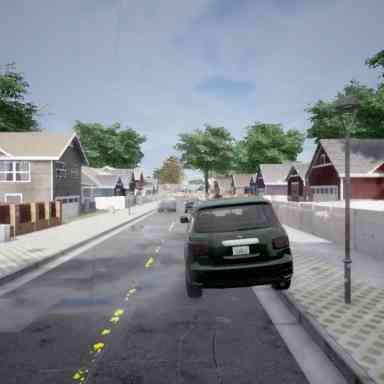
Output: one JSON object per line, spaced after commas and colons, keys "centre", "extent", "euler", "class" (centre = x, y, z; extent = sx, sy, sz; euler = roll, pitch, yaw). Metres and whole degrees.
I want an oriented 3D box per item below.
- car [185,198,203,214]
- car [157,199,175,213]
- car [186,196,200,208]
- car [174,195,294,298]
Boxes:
{"centre": [0.189, 1.461, 36.234], "extent": [1.837, 1.490, 4.892], "euler": [0, 0, 0], "class": "car"}
{"centre": [-2.632, 1.504, 36.005], "extent": [2.033, 1.411, 5.357], "euler": [0, 0, 0], "class": "car"}
{"centre": [0.182, 1.416, 46.601], "extent": [1.882, 1.535, 5.008], "euler": [0, 0, 1], "class": "car"}
{"centre": [0.902, 1.143, 8.673], "extent": [2.150, 2.045, 5.566], "euler": [-5, 0, 0], "class": "car"}
